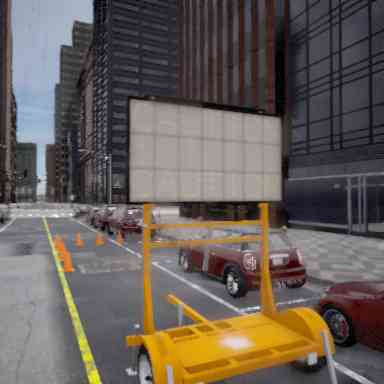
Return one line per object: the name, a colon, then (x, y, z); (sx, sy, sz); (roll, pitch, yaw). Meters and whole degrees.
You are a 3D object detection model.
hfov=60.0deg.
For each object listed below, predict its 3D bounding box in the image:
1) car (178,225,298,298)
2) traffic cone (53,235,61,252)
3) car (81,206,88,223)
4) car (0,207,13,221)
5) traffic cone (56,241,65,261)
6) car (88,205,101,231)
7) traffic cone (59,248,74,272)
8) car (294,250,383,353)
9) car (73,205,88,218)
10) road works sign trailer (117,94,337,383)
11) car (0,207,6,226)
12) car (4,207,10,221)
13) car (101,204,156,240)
car: (1.110, 1.624, 9.246); (1.967, 1.590, 4.097); (0, -1, -25)
traffic cone: (-5.605, 2.251, 14.113); (0.340, 0.580, 0.340); (0, -1, -25)
car: (-8.391, 2.182, 29.684); (1.947, 1.339, 4.313); (0, -1, -25)
car: (-20.873, 2.331, 36.310); (2.008, 1.369, 4.403); (0, -1, -25)
traffic cone: (-4.762, 2.213, 12.300); (0.340, 0.580, 0.340); (0, -1, -25)
car: (-6.018, 1.822, 24.578); (2.192, 1.841, 5.009); (0, -1, -25)
traffic cone: (-3.919, 2.175, 10.487); (0.340, 0.580, 0.340); (0, -1, -25)
car: (3.486, 1.660, 4.134); (1.802, 1.307, 4.206); (0, -1, -25)
car: (-13.143, 2.276, 39.906); (1.967, 1.590, 4.097); (0, -1, -25)
road works sign trailer: (0.185, 0.560, 4.706); (2.380, 3.560, 2.880); (0, -1, -25)
car: (-16.121, 2.126, 26.089); (1.947, 1.339, 4.313); (0, -1, -25)
car: (-18.497, 2.236, 31.199); (1.947, 1.339, 4.313); (0, -1, -25)
car: (-3.642, 1.714, 19.468); (2.192, 1.841, 5.009); (0, -1, -25)
